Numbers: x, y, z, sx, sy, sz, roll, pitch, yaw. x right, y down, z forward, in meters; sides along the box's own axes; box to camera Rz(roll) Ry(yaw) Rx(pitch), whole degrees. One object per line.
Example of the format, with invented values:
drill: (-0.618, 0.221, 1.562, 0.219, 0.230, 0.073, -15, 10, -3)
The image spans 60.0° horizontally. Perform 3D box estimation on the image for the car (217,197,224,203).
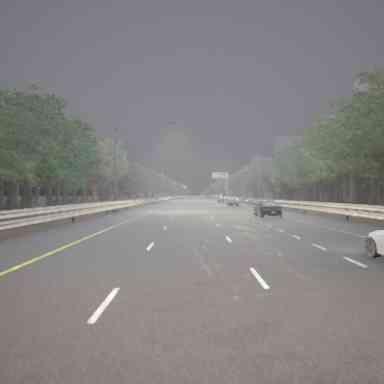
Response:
car: (7.397, 2.058, 84.579, 1.812, 1.442, 4.674, 0, 0, 1)

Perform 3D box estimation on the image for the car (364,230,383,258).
car: (7.006, 1.538, 9.834, 1.812, 1.442, 4.674, 0, 0, 0)

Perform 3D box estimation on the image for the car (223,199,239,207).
car: (7.197, 1.934, 59.601, 1.895, 1.301, 4.718, 0, 0, 0)

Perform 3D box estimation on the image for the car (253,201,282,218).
car: (7.056, 1.616, 31.298, 1.882, 1.535, 5.008, 0, -1, 0)
